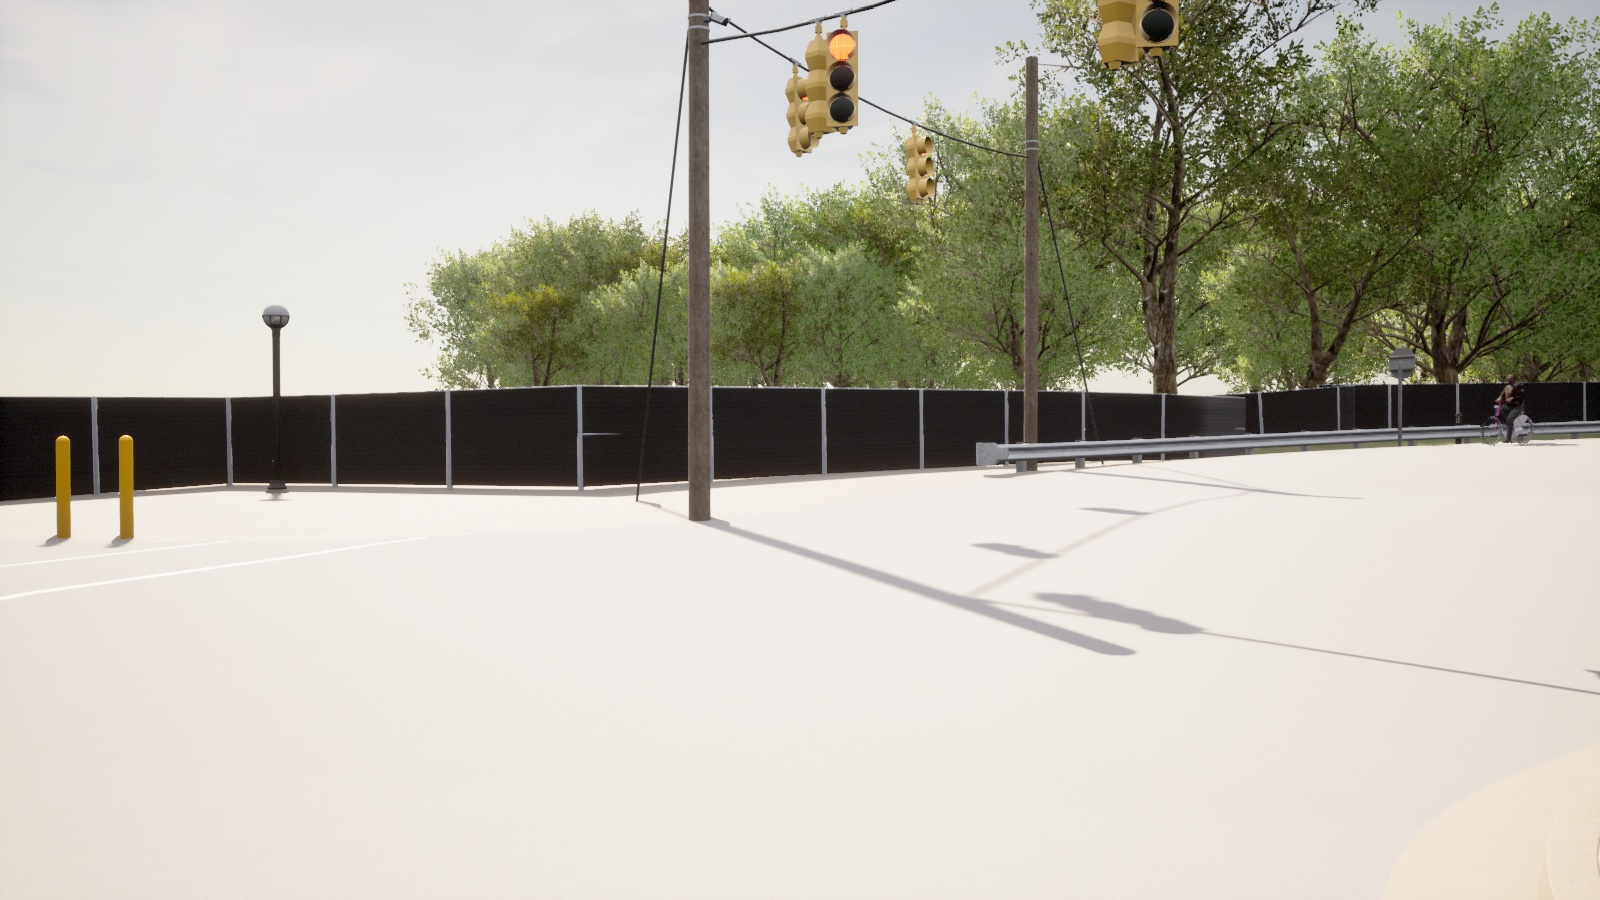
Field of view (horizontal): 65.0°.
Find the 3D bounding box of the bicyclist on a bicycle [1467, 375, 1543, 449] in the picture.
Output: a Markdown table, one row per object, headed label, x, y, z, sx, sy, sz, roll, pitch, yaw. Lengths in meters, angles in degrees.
| label | x | y | z | sx | sy | sz | roll | pitch | yaw |
| --- | --- | --- | --- | --- | --- | --- | --- | --- | --- |
| bicyclist on a bicycle | 17.409 | -0.952 | 31.006 | 1.843 | 1.776 | 0.659 | -2 | 2 | -24 |
